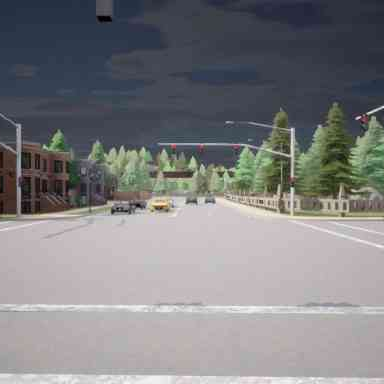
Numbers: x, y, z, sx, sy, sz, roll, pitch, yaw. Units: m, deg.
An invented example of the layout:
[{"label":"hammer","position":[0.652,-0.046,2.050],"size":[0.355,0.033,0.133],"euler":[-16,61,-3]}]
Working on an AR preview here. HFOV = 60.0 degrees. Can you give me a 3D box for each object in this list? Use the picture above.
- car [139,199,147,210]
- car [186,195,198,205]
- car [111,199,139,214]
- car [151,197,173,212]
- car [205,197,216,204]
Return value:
[{"label":"car","position":[-7.124,1.601,43.587],"size":[1.895,1.301,4.718],"euler":[0,0,0]},{"label":"car","position":[-0.052,1.352,60.203],"size":[2.097,1.767,4.553],"euler":[0,0,0]},{"label":"car","position":[-7.127,1.564,34.835],"size":[1.994,1.385,4.181],"euler":[0,0,0]},{"label":"car","position":[-3.627,1.478,38.810],"size":[1.882,1.535,5.008],"euler":[0,0,0]},{"label":"car","position":[3.545,1.564,65.183],"size":[1.994,1.385,4.181],"euler":[0,0,0]}]
